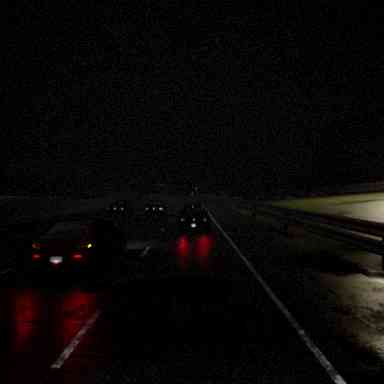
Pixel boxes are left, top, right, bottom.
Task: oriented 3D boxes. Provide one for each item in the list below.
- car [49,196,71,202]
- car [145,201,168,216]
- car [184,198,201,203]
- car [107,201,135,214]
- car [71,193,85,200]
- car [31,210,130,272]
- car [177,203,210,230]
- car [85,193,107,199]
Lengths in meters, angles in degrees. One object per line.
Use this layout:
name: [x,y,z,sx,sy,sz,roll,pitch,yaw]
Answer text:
car: [-24.524,1.531,60.972,1.837,1.490,4.892,0,0,0]
car: [-3.405,1.542,32.286,2.033,1.411,5.357,0,0,0]
car: [0.094,1.477,39.395,1.882,1.535,5.008,0,0,0]
car: [-6.905,1.541,32.291,2.033,1.411,5.357,0,0,0]
car: [-21.021,1.254,62.322,2.150,2.045,5.566,0,0,0]
car: [-3.401,1.522,10.629,1.812,1.442,4.674,0,0,0]
car: [0.097,1.594,21.080,1.895,1.301,4.718,0,0,0]
car: [-17.525,1.254,62.329,2.150,2.045,5.566,0,0,1]
